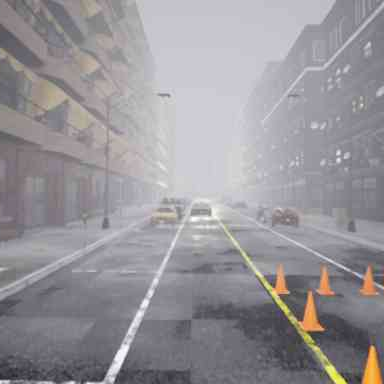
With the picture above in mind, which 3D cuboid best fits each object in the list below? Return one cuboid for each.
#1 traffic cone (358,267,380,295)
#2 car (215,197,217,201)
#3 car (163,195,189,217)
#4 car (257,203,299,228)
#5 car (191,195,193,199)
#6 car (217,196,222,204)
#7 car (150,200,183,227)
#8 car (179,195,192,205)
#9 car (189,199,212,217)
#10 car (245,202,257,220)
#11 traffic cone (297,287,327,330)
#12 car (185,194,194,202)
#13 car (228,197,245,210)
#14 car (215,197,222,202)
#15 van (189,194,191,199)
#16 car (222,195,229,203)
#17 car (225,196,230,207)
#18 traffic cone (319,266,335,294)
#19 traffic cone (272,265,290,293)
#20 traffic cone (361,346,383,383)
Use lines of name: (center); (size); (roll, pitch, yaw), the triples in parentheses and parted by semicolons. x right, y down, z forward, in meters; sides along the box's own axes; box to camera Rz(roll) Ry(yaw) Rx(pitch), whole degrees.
traffic cone: (4.035, 2.002, 7.595); (0.340, 0.580, 0.340); (1, 0, 1)
car: (6.932, 1.720, 78.326); (1.967, 1.590, 4.097); (2, 0, 1)
car: (-1.730, 1.342, 28.747); (2.192, 1.841, 5.009); (2, 0, 1)
car: (6.048, 1.636, 23.022); (1.887, 1.381, 4.507); (2, 0, 1)
car: (-1.273, 1.425, 56.395); (2.192, 1.841, 5.009); (2, 0, 1)
car: (6.754, 1.544, 67.264); (2.192, 1.841, 5.009); (2, 0, 1)
car: (-1.832, 1.540, 23.046); (1.752, 1.417, 4.829); (2, 0, 1)
car: (-1.181, 1.447, 61.924); (2.192, 1.841, 5.009); (2, 0, 1)
car: (0.854, 1.621, 31.541); (1.994, 1.385, 4.181); (1, 0, 1)
car: (6.139, 1.653, 28.553); (2.008, 1.369, 4.403); (2, 0, 1)
traffic cone: (2.002, 1.980, 5.628); (0.340, 0.580, 0.340); (1, 0, 1)
car: (-0.725, 1.578, 89.572); (2.192, 1.841, 5.009); (2, 0, 1)
car: (6.414, 1.692, 45.143); (1.887, 1.381, 4.507); (2, 0, 1)
car: (7.111, 1.920, 89.386); (1.802, 1.307, 4.206); (2, 0, 1)
van: (-1.457, 1.412, 45.336); (1.690, 1.788, 3.998); (2, 0, 1)
car: (6.608, 1.626, 56.203); (1.967, 1.590, 4.097); (2, 0, 1)
car: (6.506, 1.710, 50.672); (1.887, 1.381, 4.507); (2, 0, 1)
traffic cone: (3.035, 1.992, 7.611); (0.340, 0.580, 0.340); (1, 0, 1)
traffic cone: (2.036, 1.982, 7.628); (0.340, 0.580, 0.340); (1, 0, 1)
traffic cone: (1.969, 1.978, 3.628); (0.340, 0.580, 0.340); (1, 0, 1)
